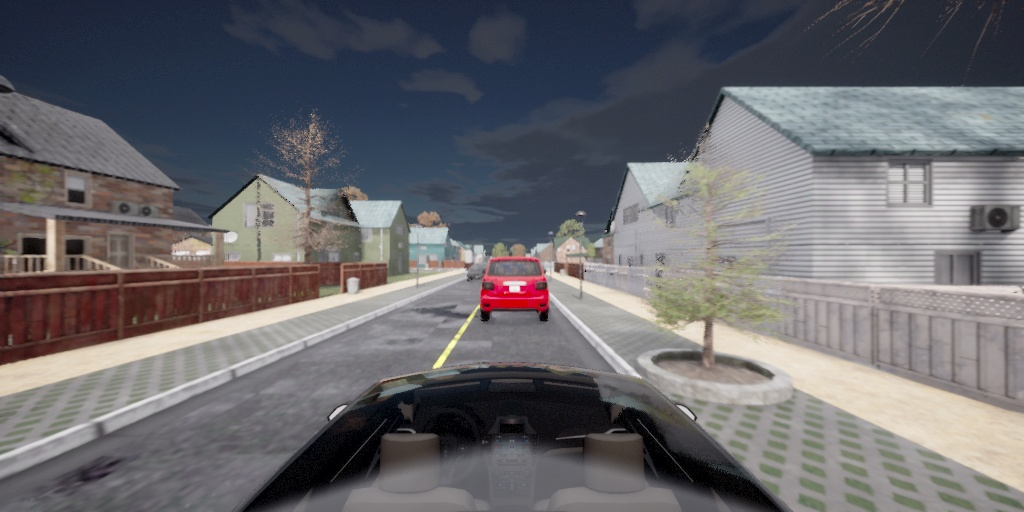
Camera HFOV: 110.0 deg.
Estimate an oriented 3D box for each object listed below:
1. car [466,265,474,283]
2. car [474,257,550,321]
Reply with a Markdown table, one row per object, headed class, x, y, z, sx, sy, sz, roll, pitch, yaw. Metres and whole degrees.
| class | x | y | z | sx | sy | sz | roll | pitch | yaw |
| --- | --- | --- | --- | --- | --- | --- | --- | --- | --- |
| car | -2.845 | 1.481 | 31.372 | 1.837 | 1.490 | 4.892 | 0 | -1 | 0 |
| car | 0.088 | 1.048 | 12.958 | 2.150 | 2.045 | 5.566 | 0 | 0 | 0 |
